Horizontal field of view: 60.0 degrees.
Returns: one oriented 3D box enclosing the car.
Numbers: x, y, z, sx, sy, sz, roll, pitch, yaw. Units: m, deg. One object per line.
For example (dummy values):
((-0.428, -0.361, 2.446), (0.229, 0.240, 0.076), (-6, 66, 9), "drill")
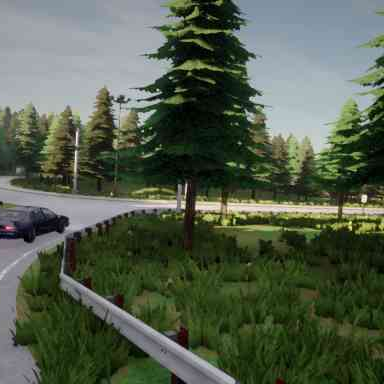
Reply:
((-7.590, 1.371, 15.525), (2.033, 1.411, 5.357), (4, 1, 3), "car")
